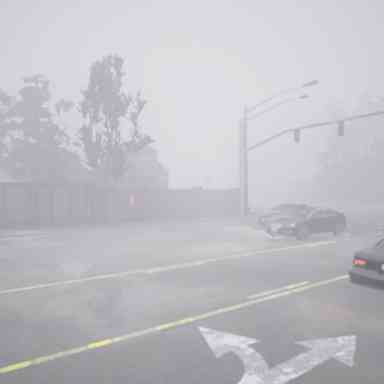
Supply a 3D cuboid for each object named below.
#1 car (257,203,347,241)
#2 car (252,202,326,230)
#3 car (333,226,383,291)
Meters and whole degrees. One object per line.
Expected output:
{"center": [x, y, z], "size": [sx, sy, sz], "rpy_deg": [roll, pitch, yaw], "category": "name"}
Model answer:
{"center": [5.773, 1.459, 16.644], "size": [4.902, 1.511, 2.128], "rpy_deg": [0, 0, -35], "category": "car"}
{"center": [6.278, 1.465, 21.269], "size": [4.892, 1.490, 1.837], "rpy_deg": [0, 0, -35], "category": "car"}
{"center": [5.896, 1.531, 7.949], "size": [5.357, 1.411, 2.033], "rpy_deg": [0, 0, -36], "category": "car"}
